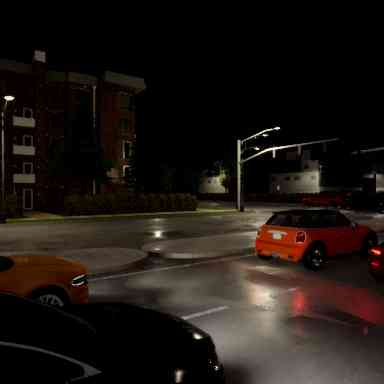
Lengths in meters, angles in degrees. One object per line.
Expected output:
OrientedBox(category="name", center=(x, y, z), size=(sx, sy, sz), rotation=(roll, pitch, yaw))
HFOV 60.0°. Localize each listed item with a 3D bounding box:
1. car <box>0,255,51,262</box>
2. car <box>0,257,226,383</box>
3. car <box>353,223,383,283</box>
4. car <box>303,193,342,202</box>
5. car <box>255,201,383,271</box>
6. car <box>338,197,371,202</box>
OrientedBox(category="car", center=(-4.156, 1.478, 5.083), size=(5.008, 1.535, 1.882), rotation=(0, 0, -35))
OrientedBox(category="car", center=(-1.930, 1.505, 2.372), size=(4.892, 1.490, 1.837), rotation=(0, 0, -36))
OrientedBox(category="car", center=(6.275, 1.526, 8.340), size=(4.674, 1.442, 1.812), rotation=(0, 0, -34))
OrientedBox(category="car", center=(18.659, 1.222, 47.519), size=(5.566, 2.045, 2.150), rotation=(0, 1, 25))
OrientedBox(category="car", center=(4.290, 1.352, 11.216), size=(4.553, 1.767, 2.097), rotation=(0, 0, -35))
OrientedBox(category="car", center=(20.291, 1.601, 39.963), size=(4.718, 1.301, 1.895), rotation=(0, 0, -27))
